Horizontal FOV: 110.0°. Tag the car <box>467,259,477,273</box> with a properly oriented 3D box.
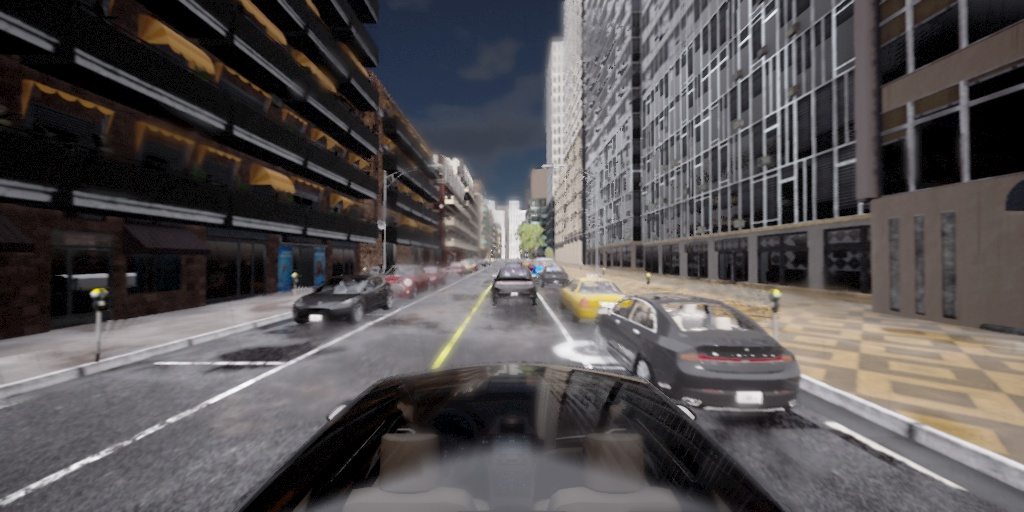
[{"bbox_3d":[-5.313,1.223,39.959,1.751,1.417,4.829,0,0,0],"label":"car"}]

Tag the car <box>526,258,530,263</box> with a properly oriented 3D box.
[{"bbox_3d":[2.568,1.243,39.977,1.888,1.381,4.507,0,0,0],"label":"car"}]

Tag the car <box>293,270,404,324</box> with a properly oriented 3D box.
[{"bbox_3d":[-5.314,1.301,11.897,1.948,1.339,4.313,0,0,0],"label":"car"}]

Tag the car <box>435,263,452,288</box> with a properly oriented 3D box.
[{"bbox_3d":[-5.314,1.302,23.190,1.802,1.307,4.207,0,0,0],"label":"car"}]

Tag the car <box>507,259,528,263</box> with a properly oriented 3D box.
[{"bbox_3d":[0.102,1.255,31.737,2.033,1.411,5.357,0,0,0],"label":"car"}]

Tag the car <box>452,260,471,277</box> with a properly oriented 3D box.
[{"bbox_3d":[-5.313,1.287,34.482,1.802,1.307,4.207,0,0,0],"label":"car"}]

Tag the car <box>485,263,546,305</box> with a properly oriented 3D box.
[{"bbox_3d":[0.101,1.221,15.905,2.128,1.511,4.902,0,0,0],"label":"car"}]

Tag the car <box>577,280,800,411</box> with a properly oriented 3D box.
[{"bbox_3d":[2.566,1.294,6.063,2.007,1.370,4.403,0,0,0],"label":"car"}]

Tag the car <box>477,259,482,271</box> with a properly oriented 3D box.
[{"bbox_3d":[-5.313,1.130,45.775,1.967,1.591,4.097,0,0,0],"label":"car"}]

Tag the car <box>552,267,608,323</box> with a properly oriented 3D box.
[{"bbox_3d":[2.566,1.261,11.885,1.751,1.417,4.829,0,0,0],"label":"car"}]

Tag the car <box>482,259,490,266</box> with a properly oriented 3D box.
[{"bbox_3d":[-5.321,1.237,62.715,1.948,1.339,4.313,0,0,0],"label":"car"}]

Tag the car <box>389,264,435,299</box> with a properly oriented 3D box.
[{"bbox_3d":[-5.314,1.167,17.543,1.967,1.591,4.097,0,0,0],"label":"car"}]

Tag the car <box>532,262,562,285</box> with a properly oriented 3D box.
[{"bbox_3d":[2.567,1.270,23.020,2.007,1.370,4.403,0,0,0],"label":"car"}]

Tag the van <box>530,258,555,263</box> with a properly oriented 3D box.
[{"bbox_3d":[2.567,1.053,28.672,1.690,1.789,3.998,0,0,0],"label":"van"}]
